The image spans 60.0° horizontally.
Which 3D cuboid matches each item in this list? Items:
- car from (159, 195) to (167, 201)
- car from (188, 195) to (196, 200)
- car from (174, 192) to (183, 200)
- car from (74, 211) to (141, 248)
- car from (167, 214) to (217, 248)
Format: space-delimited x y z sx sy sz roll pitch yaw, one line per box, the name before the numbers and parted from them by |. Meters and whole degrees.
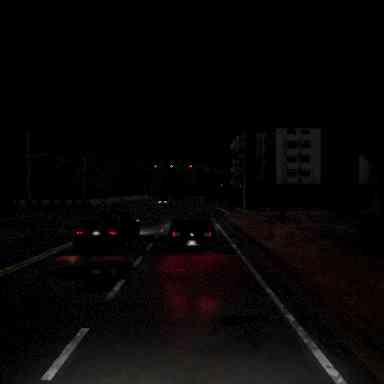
car | -7.000 1.510 81.275 2.033 1.411 5.357 0 0 0
car | 0.000 1.431 84.744 1.895 1.301 4.718 0 0 0
car | -3.500 1.063 84.730 2.150 2.045 5.566 0 0 0
car | -3.500 1.561 14.650 2.033 1.411 5.357 0 0 0
car | 0.000 1.614 14.680 1.895 1.301 4.718 0 0 0
